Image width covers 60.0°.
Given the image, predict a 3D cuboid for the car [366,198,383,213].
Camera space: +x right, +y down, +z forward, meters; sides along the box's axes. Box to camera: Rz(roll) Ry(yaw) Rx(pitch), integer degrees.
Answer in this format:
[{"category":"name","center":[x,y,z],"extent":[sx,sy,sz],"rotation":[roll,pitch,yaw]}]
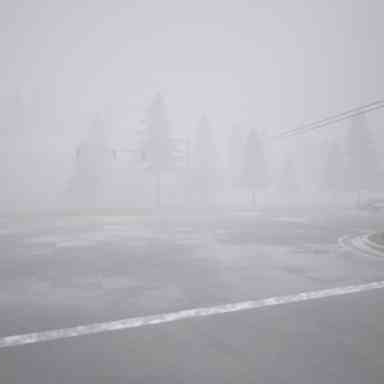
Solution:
[{"category":"car","center":[21.500,1.476,35.197],"extent":[5.008,1.535,1.882],"rotation":[0,0,-16]}]

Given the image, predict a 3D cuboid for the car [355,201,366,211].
[{"category":"car","center":[21.461,1.504,38.833],"extent":[4.892,1.490,1.837],"rotation":[0,0,-16]}]
